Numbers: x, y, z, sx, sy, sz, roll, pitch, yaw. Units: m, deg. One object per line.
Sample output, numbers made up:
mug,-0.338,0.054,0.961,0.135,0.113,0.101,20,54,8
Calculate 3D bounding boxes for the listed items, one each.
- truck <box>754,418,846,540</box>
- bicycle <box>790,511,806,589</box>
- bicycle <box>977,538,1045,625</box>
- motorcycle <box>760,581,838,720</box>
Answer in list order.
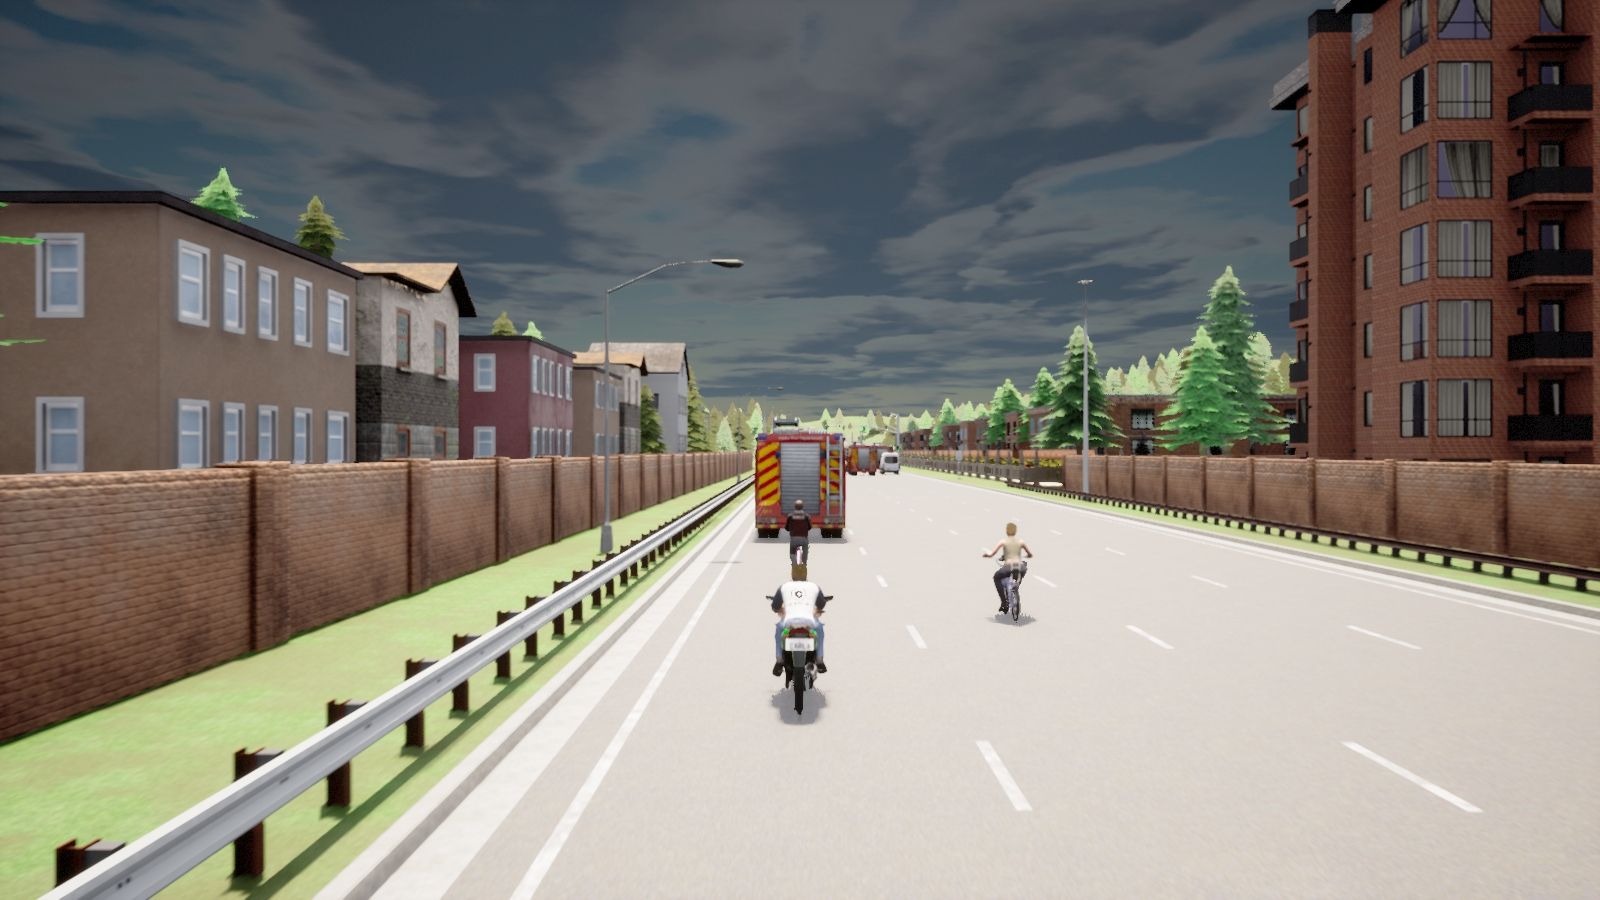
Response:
truck,-0.001,0.907,39.855,2.891,3.827,8.468,0,0,0
bicycle,-0.030,2.070,24.040,0.329,1.471,1.835,0,0,0
bicycle,3.502,2.166,19.047,0.859,1.277,1.487,0,0,0
motorcycle,-0.006,2.192,12.846,0.803,1.199,2.033,0,0,0
